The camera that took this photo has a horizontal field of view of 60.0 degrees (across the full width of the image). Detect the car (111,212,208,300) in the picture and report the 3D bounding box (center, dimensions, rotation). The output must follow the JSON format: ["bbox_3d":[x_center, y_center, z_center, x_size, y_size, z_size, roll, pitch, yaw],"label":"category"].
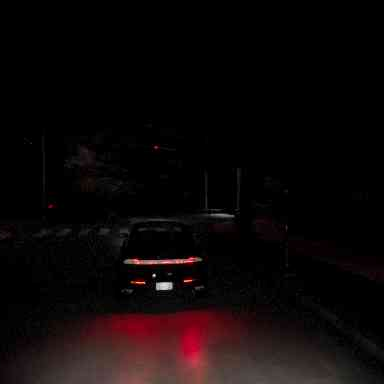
[{"bbox_3d":[-0.840,1.492,8.425,2.128,1.511,4.902,0,0,-8],"label":"car"}]

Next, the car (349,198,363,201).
[{"bbox_3d":[15.284,1.348,32.807,4.892,1.490,1.837,0,0,-12],"label":"car"}]

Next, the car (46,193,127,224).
[{"bbox_3d":[-7.475,1.126,23.984,5.566,2.045,2.150,0,0,-12],"label":"car"}]

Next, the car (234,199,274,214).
[{"bbox_3d":[6.257,1.368,30.803,4.674,1.442,1.812,0,0,-12],"label":"car"}]
